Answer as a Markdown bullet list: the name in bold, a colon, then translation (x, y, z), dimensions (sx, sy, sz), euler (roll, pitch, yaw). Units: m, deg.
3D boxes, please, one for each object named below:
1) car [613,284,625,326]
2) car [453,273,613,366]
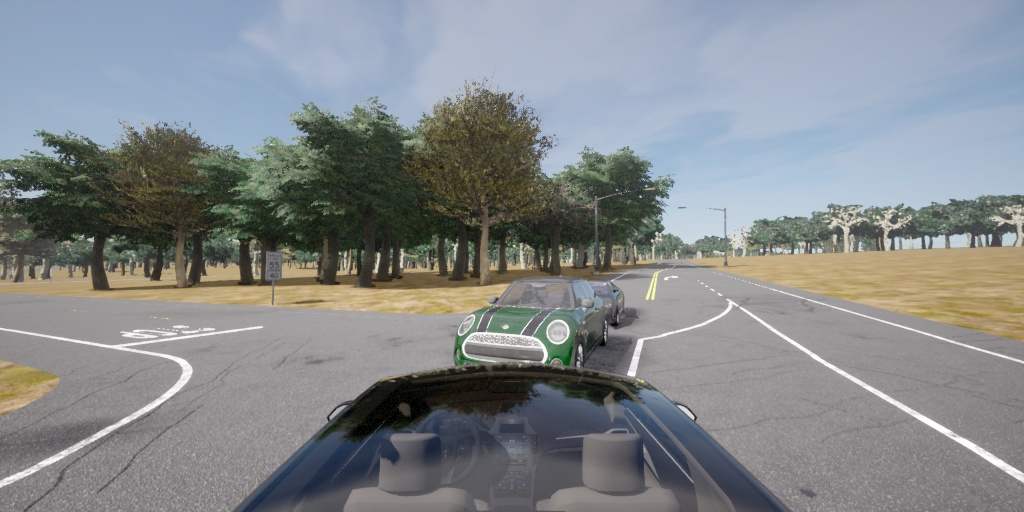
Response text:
- **car**: translation (2.901, 1.554, 12.901), dimensions (1.994, 1.385, 4.181), euler (-2, 0, 22)
- **car**: translation (0.678, 1.222, 7.468), dimensions (2.097, 1.767, 4.553), euler (-1, -2, 22)
